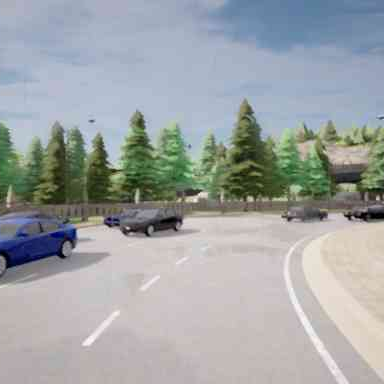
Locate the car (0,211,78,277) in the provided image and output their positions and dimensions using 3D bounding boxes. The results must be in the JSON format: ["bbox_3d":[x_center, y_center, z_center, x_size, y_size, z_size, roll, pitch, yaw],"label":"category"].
[{"bbox_3d":[-5.750,1.612,10.841,1.882,1.535,5.008,0,-1,14],"label":"car"}]

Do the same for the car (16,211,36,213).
[{"bbox_3d":[-7.991,1.698,15.619,1.837,1.490,4.892,0,-1,19],"label":"car"}]

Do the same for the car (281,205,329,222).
[{"bbox_3d":[10.283,1.919,30.235,5.357,1.411,2.033,1,-1,-40],"label":"car"}]

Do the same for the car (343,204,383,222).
[{"bbox_3d":[16.023,1.974,30.330,4.718,1.301,1.895,0,-1,-31],"label":"car"}]

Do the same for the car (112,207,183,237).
[{"bbox_3d":[-2.346,1.728,20.334,1.882,1.535,5.008,0,-1,27],"label":"car"}]

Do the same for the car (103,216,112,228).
[{"bbox_3d":[-4.253,1.944,24.426,1.895,1.301,4.718,0,-1,31],"label":"car"}]
